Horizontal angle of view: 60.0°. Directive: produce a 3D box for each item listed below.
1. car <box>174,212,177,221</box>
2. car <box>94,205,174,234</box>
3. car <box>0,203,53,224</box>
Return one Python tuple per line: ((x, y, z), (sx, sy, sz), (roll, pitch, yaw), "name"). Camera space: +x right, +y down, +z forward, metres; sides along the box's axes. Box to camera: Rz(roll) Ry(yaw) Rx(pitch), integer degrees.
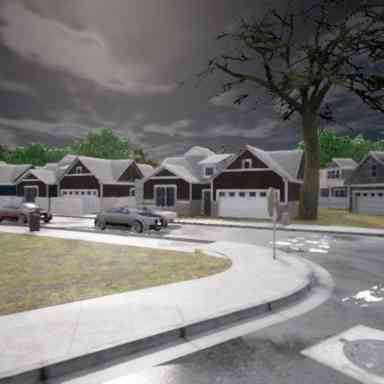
((-3.438, 1.522, 22.007), (4.718, 1.301, 1.895), (0, 0, 29), "car")
((-3.461, 1.481, 18.552), (4.181, 1.385, 1.994), (0, 0, 30), "car")
((-11.722, 1.445, 23.157), (4.181, 1.385, 1.994), (0, 0, 29), "car")
